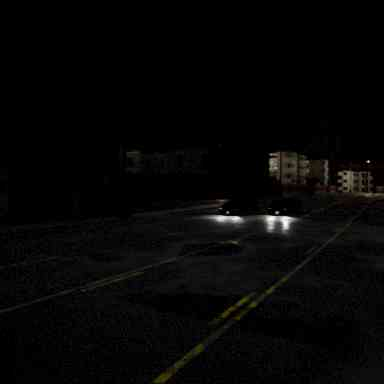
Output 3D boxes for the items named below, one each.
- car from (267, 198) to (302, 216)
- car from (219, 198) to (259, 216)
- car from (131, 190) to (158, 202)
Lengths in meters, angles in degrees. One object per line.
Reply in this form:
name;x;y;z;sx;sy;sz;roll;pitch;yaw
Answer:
car;8.192;1.213;28.936;2.033;1.411;5.357;1;2;31
car;4.238;1.218;29.142;2.033;1.411;5.357;1;2;31
car;-5.999;0.483;41.981;1.970;1.475;3.806;1;2;31
